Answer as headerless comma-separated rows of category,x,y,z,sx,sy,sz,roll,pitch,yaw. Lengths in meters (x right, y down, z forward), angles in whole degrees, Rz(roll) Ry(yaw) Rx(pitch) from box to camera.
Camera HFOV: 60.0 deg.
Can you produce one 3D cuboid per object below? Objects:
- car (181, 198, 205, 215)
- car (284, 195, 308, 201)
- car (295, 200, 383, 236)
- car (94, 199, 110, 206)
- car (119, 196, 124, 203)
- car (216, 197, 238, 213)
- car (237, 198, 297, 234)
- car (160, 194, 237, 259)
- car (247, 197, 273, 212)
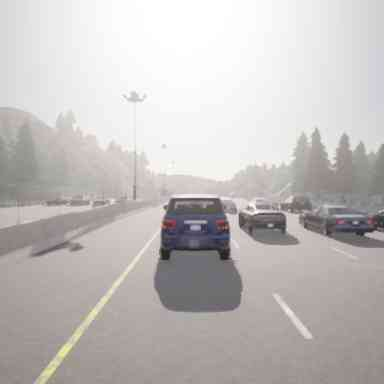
car,0.103,1.331,31.607,2.033,1.411,5.357,0,0,0
car,10.602,1.143,34.144,2.097,1.767,4.553,0,0,0
car,7.101,1.360,16.940,2.033,1.411,5.357,0,0,0
car,-13.998,1.382,51.880,1.812,1.442,4.674,0,0,0
car,-10.497,1.379,52.047,1.837,1.490,4.892,0,-1,0
car,3.603,1.318,35.103,1.812,1.442,4.674,0,0,0
car,3.602,1.299,17.667,2.128,1.511,4.902,0,0,0
car,0.101,1.071,12.090,2.150,2.045,5.566,0,1,0
car,7.089,1.319,35.331,1.812,1.442,4.674,0,0,0
